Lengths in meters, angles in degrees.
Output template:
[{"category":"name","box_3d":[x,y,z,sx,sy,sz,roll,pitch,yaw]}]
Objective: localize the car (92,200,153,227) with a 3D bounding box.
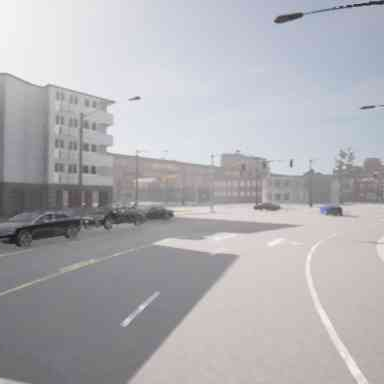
[{"category":"car","box_3d":[-4.972,1.494,21.455,2.128,1.511,4.902,0,-1,27]}]

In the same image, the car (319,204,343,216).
[{"category":"car","box_3d":[17.905,2.236,43.011,1.882,1.535,5.008,0,-1,9]}]

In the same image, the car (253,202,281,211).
[{"category":"car","box_3d":[12.351,2.417,54.982,4.674,1.442,1.812,0,-1,40]}]

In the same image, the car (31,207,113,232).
[{"category":"car","box_3d":[-8.081,1.797,23.063,2.033,1.411,5.357,0,-1,27]}]

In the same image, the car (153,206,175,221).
[{"category":"car","box_3d":[-3.765,1.926,29.802,2.033,1.411,5.357,0,-1,36]}]

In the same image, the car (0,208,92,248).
[{"category":"car","box_3d":[-7.350,1.640,15.791,2.128,1.511,4.902,0,-1,21]}]
